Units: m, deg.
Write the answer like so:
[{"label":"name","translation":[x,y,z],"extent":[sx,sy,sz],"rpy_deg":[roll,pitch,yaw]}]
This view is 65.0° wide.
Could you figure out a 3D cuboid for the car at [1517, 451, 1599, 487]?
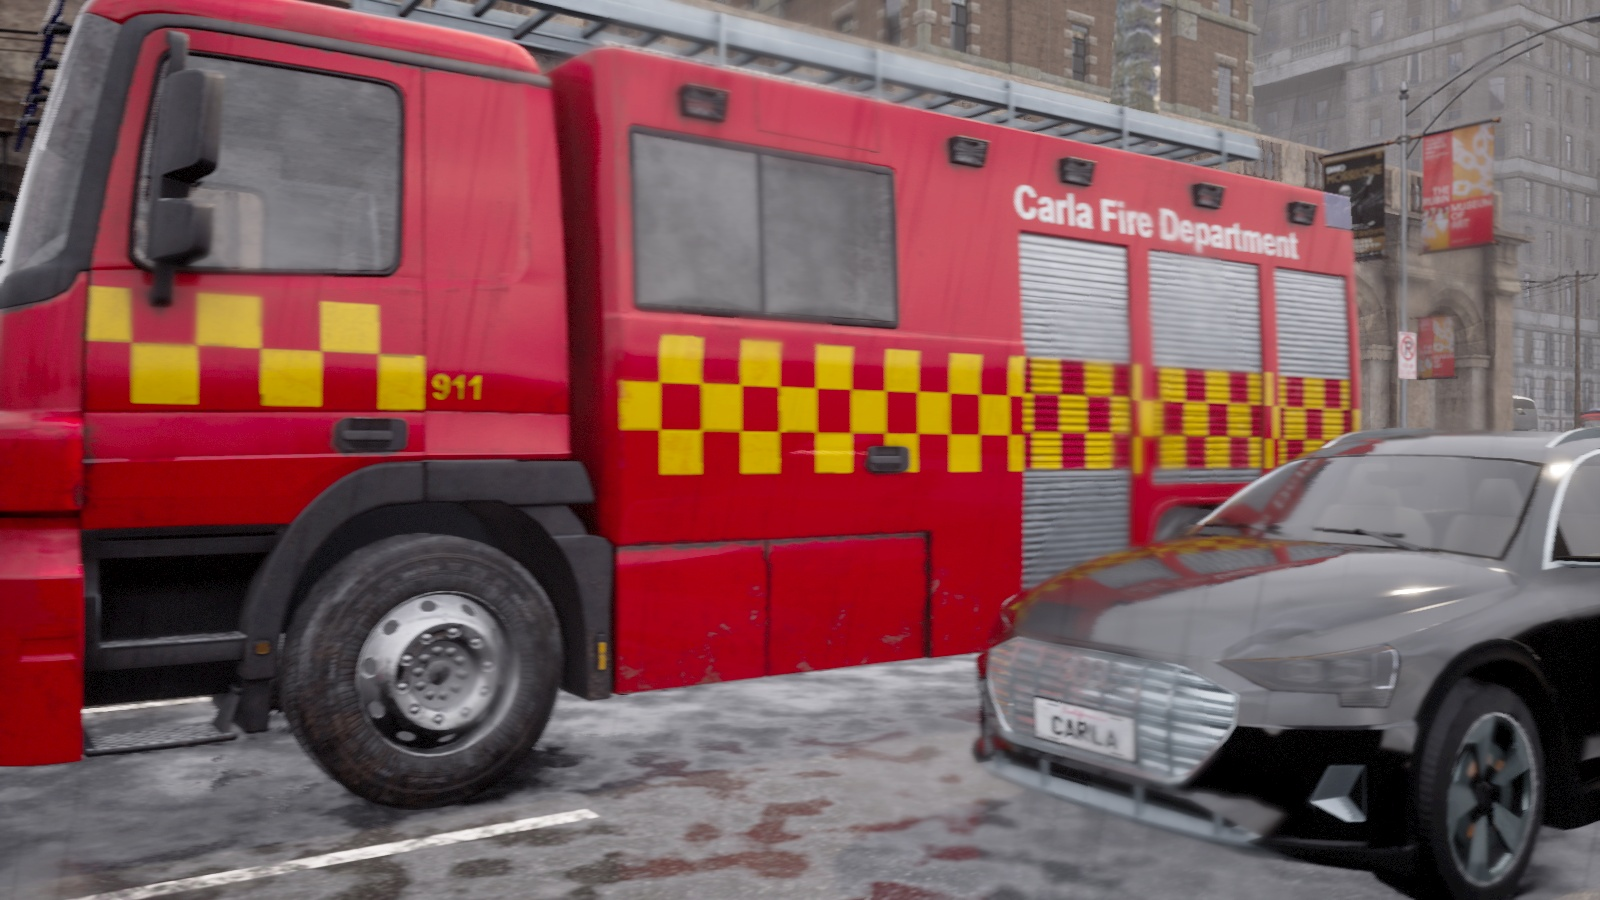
[{"label":"car","translation":[33.522,0.810,53.463],"extent":[1.837,1.490,4.892],"rpy_deg":[0,0,-34]}]

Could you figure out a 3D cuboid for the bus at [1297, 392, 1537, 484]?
[{"label":"bus","translation":[30.923,-0.541,63.519],"extent":[3.944,4.253,10.273],"rpy_deg":[0,0,-35]}]

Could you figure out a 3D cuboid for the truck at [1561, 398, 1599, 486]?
[{"label":"truck","translation":[37.670,-0.368,53.563],"extent":[2.891,3.827,8.468],"rpy_deg":[0,0,-34]}]

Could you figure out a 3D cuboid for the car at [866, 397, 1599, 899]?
[{"label":"car","translation":[2.847,0.683,5.630],"extent":[4.856,1.649,2.033],"rpy_deg":[0,0,-34]}]

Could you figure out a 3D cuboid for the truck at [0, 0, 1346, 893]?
[{"label":"truck","translation":[-0.494,-0.400,7.580],"extent":[8.468,3.827,2.891],"rpy_deg":[0,0,-35]}]
